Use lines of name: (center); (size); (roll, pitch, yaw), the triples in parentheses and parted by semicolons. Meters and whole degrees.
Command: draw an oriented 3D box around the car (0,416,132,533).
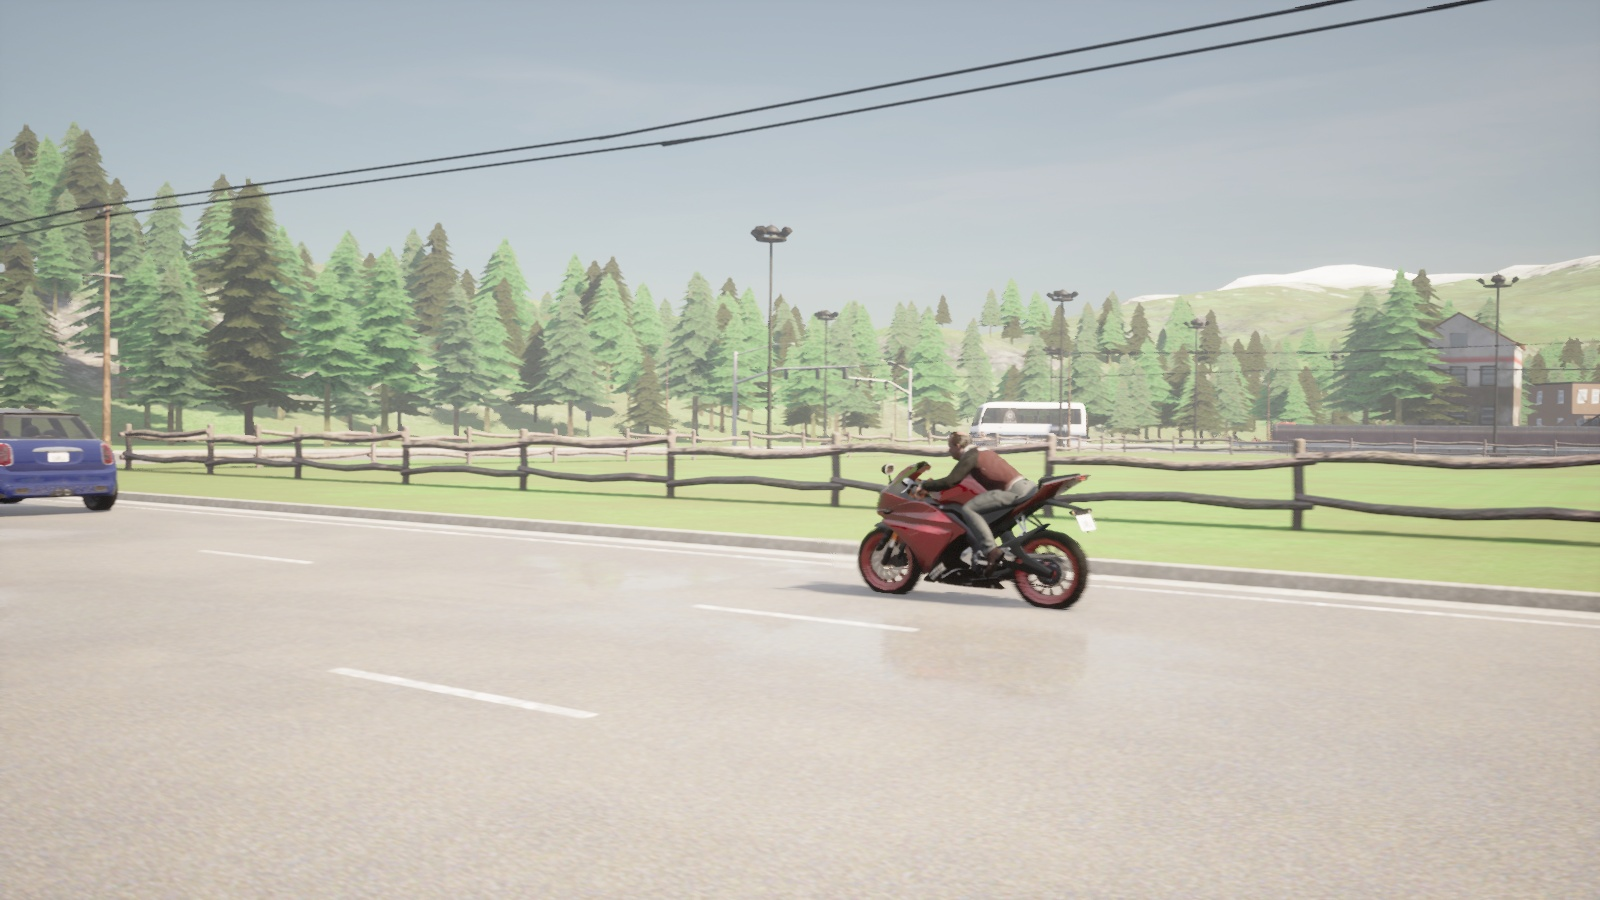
car: (-13.433, 0.345, 20.946); (4.553, 1.767, 2.097); (0, 1, 34)

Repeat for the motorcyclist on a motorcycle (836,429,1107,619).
motorcyclist on a motorcycle: (1.483, 0.585, 11.041); (2.191, 1.530, 0.866); (0, 1, 34)
